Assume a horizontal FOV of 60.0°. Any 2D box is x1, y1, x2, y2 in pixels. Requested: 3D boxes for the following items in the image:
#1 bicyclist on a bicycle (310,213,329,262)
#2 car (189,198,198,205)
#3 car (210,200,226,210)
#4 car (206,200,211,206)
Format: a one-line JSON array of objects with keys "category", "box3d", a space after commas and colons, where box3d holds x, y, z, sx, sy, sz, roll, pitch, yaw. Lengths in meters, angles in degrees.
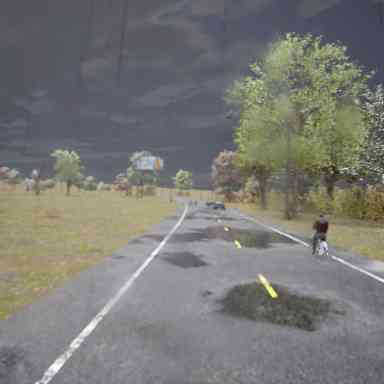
[{"category": "bicyclist on a bicycle", "box3d": [4.813, 1.670, 12.663, 0.659, 1.776, 1.843, 2, 0, 2]}, {"category": "car", "box3d": [0.324, 2.273, 80.524, 2.128, 1.511, 4.902, 2, 0, -2]}, {"category": "car", "box3d": [4.462, 2.209, 55.310, 1.812, 1.442, 4.674, 2, -1, 0]}, {"category": "car", "box3d": [4.051, 2.414, 73.056, 1.895, 1.301, 4.718, 2, 0, -2]}]
